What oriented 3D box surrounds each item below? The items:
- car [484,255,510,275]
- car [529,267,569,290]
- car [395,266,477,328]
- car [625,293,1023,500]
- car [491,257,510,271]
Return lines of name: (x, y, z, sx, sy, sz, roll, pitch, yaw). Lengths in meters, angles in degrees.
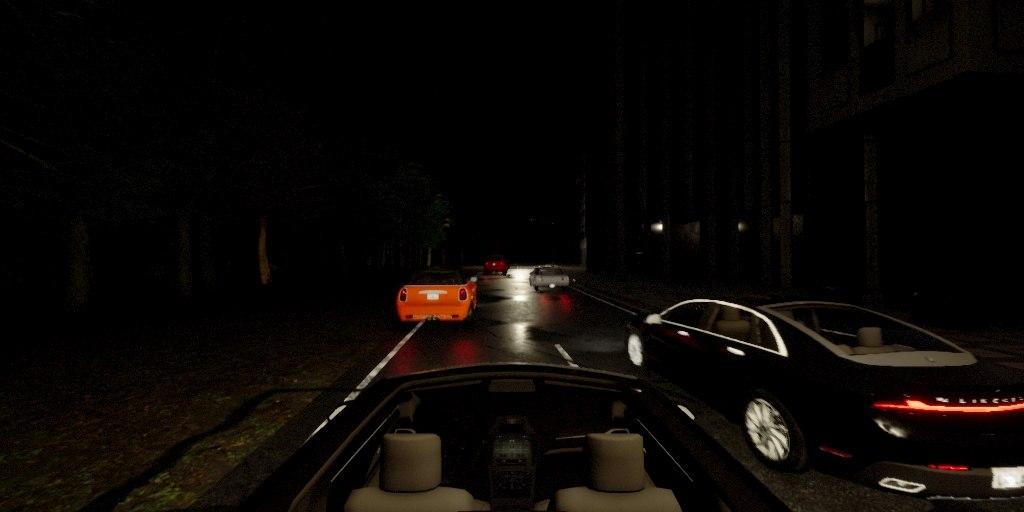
car: (-1.645, 0.892, 37.353, 2.150, 2.045, 5.566, 0, 0, 2)
car: (2.123, 1.325, 21.930, 1.895, 1.301, 4.718, 0, 0, -2)
car: (-2.228, 1.097, 11.608, 2.097, 1.767, 4.553, 0, 0, -4)
car: (3.173, 1.254, 4.845, 1.837, 1.490, 4.892, 0, 0, -5)
car: (-1.451, 0.974, 48.065, 2.097, 1.767, 4.553, 0, 0, 4)
